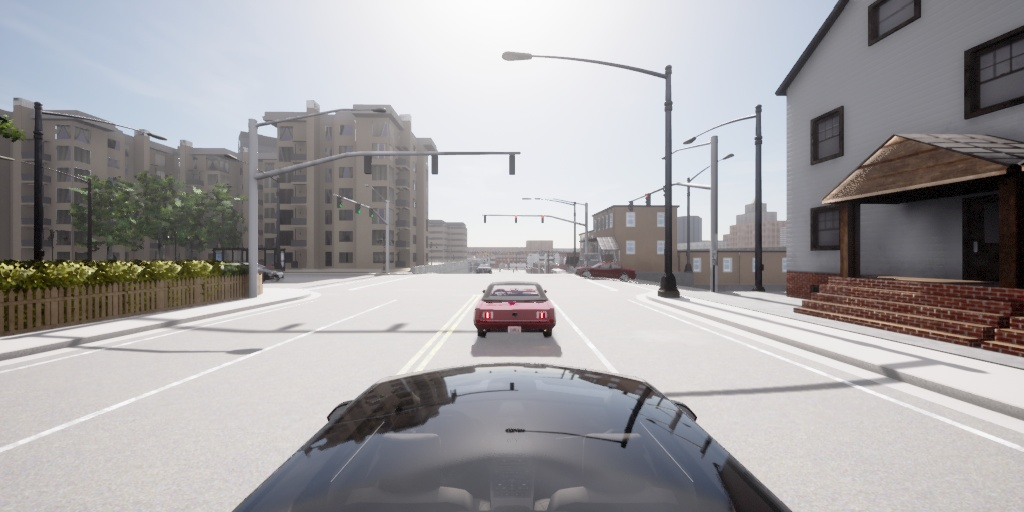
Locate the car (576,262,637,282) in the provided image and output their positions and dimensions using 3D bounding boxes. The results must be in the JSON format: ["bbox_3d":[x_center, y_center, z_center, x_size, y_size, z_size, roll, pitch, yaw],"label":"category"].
[{"bbox_3d":[7.967,1.276,30.522,5.008,1.535,1.882,4,0,7],"label":"car"}]

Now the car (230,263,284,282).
[{"bbox_3d":[-19.810,1.242,26.931,4.902,1.511,2.128,0,0,1],"label":"car"}]

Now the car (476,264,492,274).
[{"bbox_3d":[-3.587,1.774,46.901,1.812,1.442,4.674,0,-4,0],"label":"car"}]

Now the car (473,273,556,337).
[{"bbox_3d":[0.076,1.351,10.218,1.895,1.301,4.718,0,0,0],"label":"car"}]
